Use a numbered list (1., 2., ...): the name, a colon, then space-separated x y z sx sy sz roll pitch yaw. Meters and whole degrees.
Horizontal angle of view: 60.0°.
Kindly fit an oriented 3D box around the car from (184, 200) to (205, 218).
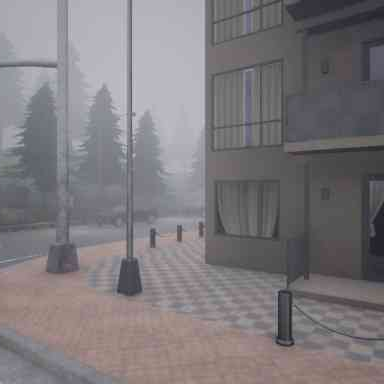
1. car: 1.188 1.493 31.278 1.882 1.535 5.008 0 0 35

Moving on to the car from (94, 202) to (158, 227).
1. car: -4.477 1.493 23.122 1.882 1.535 5.008 0 0 35
